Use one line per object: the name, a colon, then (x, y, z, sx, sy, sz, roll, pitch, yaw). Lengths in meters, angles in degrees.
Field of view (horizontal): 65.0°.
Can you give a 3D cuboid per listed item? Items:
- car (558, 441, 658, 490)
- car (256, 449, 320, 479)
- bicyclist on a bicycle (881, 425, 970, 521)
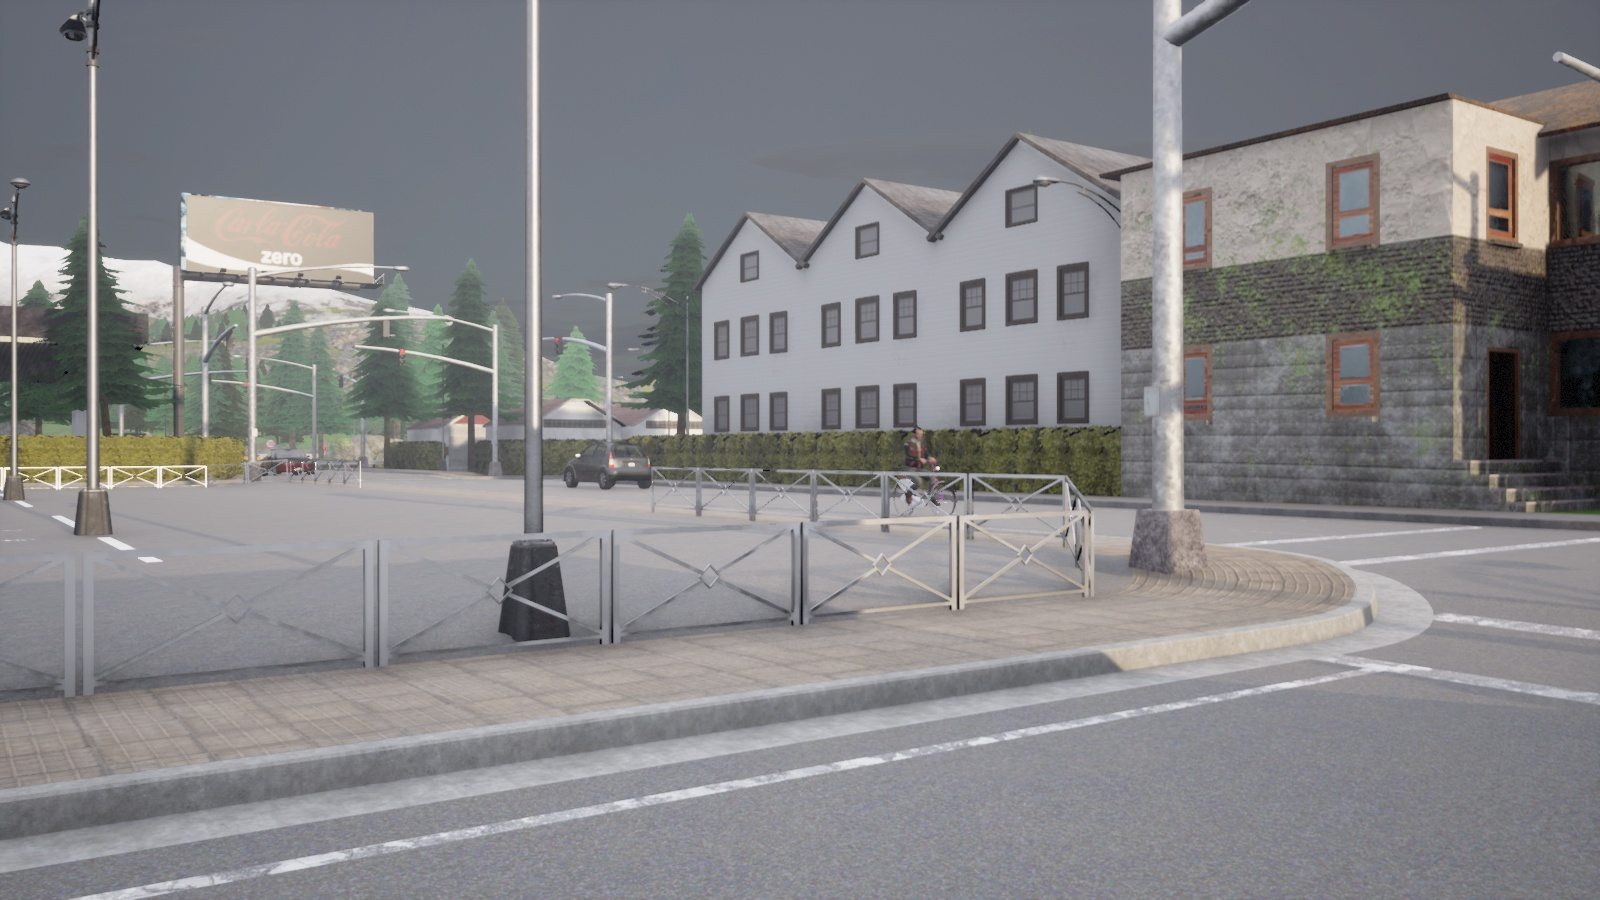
car: (-6.694, 0.517, 43.484, 1.851, 1.617, 3.988, 0, 0, -35)
car: (-27.453, 0.770, 67.298, 2.163, 1.488, 4.792, -1, -1, -35)
bicyclist on a bicycle: (2.405, 0.436, 24.203, 0.659, 1.776, 1.843, 0, 0, -35)
